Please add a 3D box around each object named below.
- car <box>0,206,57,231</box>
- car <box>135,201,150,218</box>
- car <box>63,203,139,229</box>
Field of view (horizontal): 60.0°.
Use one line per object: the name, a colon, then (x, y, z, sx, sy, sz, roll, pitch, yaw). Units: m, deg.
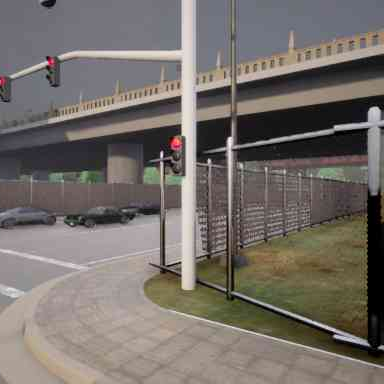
car: (-10.934, 1.619, 21.380, 1.994, 1.385, 4.181, 0, 0, 36)
car: (-4.486, 1.548, 30.471, 2.128, 1.511, 4.902, 0, 0, 35)
car: (-6.089, 1.656, 22.144, 1.895, 1.301, 4.718, 0, 0, 35)
